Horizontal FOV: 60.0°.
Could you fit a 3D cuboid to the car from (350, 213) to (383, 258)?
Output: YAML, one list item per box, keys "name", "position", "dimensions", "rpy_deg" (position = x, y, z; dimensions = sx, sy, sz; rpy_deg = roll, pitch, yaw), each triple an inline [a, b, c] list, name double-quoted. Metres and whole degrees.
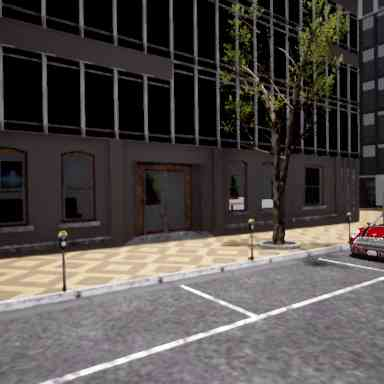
- name: "car"
  position: [7.407, 1.435, 11.859]
  dimensions: [4.097, 1.590, 1.967]
  rpy_deg: [0, -1, -35]
